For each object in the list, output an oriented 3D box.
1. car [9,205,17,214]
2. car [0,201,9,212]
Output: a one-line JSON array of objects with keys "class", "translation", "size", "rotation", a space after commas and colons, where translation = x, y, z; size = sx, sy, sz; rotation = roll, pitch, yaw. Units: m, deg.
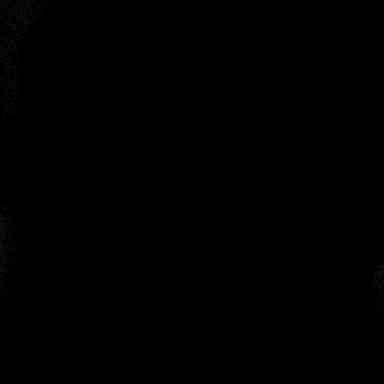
[{"class": "car", "translation": [-16.225, 1.525, 33.541], "size": [1.802, 1.307, 4.206], "rotation": [0, -1, 36]}, {"class": "car", "translation": [-19.368, 1.181, 29.152], "size": [2.192, 1.841, 5.009], "rotation": [0, -1, 36]}]
